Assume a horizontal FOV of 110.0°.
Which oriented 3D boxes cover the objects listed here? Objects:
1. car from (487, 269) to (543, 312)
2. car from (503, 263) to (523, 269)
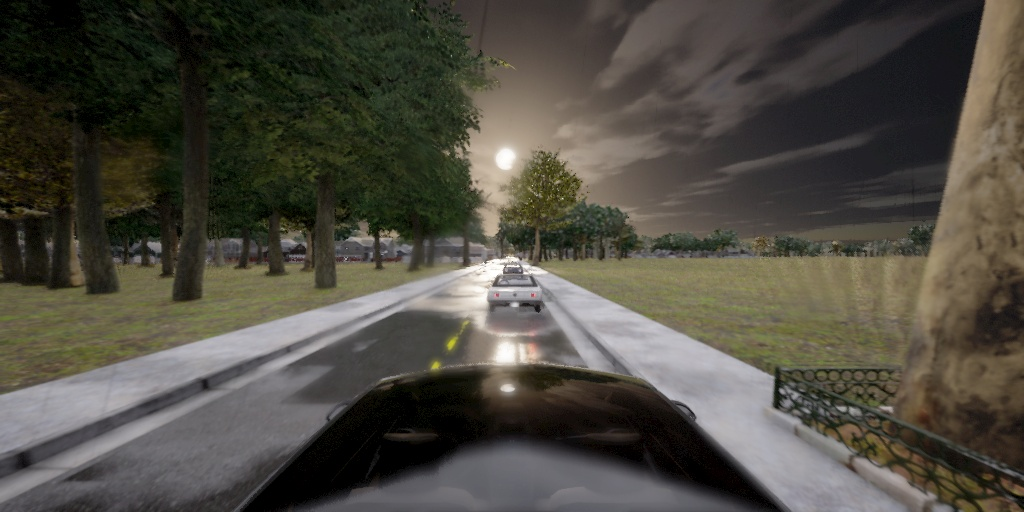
[{"bbox_3d":[0.101,1.349,14.267,1.895,1.301,4.718,0,0,0],"label":"car"},{"bbox_3d":[0.099,1.344,33.944,1.895,1.301,4.718,0,0,0],"label":"car"}]
